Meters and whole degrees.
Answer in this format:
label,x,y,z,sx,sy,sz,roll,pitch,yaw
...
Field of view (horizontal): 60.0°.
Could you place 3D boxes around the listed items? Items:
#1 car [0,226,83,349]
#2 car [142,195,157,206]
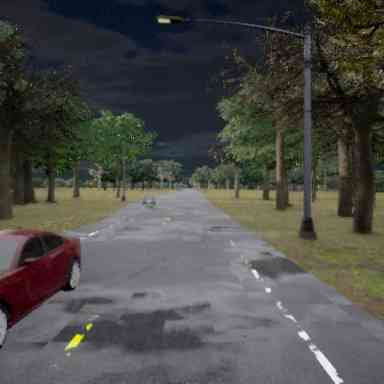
label,x,y,z,sx,sy,sz,roll,pitch,yaw
car,-3.607,1.476,6.170,1.882,1.535,5.008,0,0,0
car,-6.315,1.222,49.236,2.128,1.511,4.902,0,1,-6
